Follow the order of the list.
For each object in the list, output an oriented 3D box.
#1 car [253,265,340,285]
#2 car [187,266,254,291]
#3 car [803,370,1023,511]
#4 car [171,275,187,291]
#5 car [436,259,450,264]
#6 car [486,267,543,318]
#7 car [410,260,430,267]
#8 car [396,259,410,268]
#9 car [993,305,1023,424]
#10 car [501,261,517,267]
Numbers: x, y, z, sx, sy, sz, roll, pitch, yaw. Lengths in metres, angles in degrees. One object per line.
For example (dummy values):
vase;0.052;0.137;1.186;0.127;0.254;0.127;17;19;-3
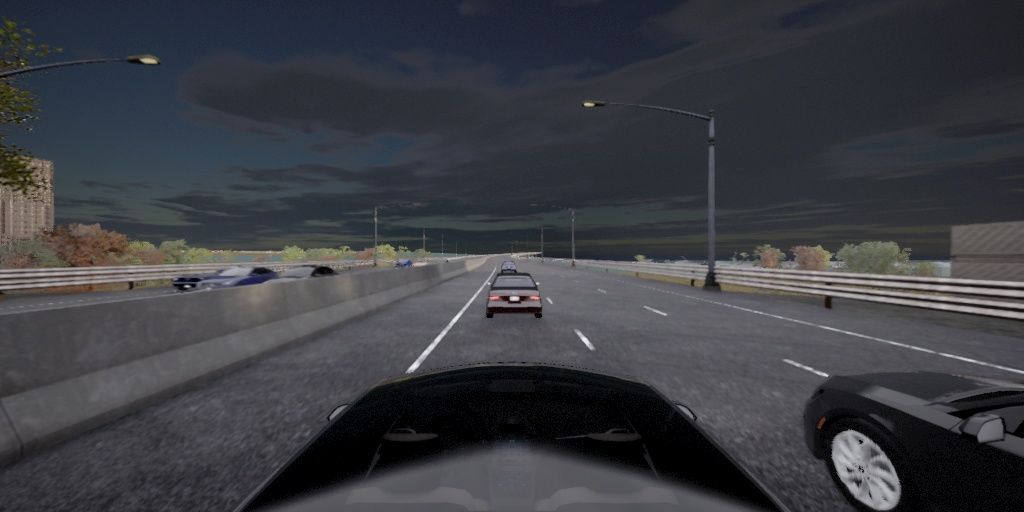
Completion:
car;-10.694;1.254;18.653;1.837;1.490;4.892;0;0;-1
car;-14.200;1.278;19.088;1.812;1.442;4.674;0;0;-1
car;3.593;1.254;1.282;1.837;1.490;4.892;0;0;0
car;-17.727;1.353;21.774;1.895;1.301;4.718;0;0;-1
car;-11.521;1.229;59.812;1.837;1.490;4.892;0;0;-1
car;0.055;1.296;13.018;2.033;1.411;5.357;0;0;0
car;-15.006;1.326;59.658;1.895;1.301;4.718;0;0;-1
car;-18.582;1.202;62.096;1.882;1.535;5.008;0;0;-1
car;7.091;1.312;2.452;1.994;1.385;4.181;0;0;0
car;-0.376;1.284;42.045;2.033;1.411;5.357;0;0;-1
